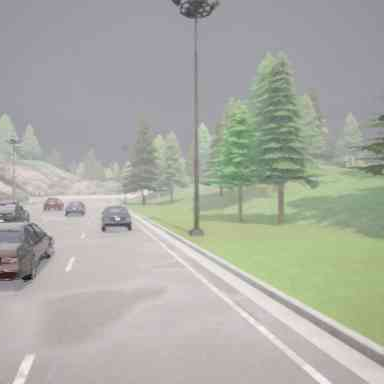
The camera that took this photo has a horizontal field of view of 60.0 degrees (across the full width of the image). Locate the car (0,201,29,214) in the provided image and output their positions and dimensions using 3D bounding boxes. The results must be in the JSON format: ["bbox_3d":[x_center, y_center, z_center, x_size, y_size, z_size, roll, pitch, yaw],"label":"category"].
[{"bbox_3d":[-12.585,1.633,23.114,1.812,1.442,4.674,0,0,-15],"label":"car"}]

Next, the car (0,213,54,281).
[{"bbox_3d":[-5.333,1.593,9.735,2.033,1.411,5.357,0,0,-15],"label":"car"}]

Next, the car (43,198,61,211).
[{"bbox_3d":[-18.305,1.539,44.224,2.097,1.767,4.553,0,0,-15],"label":"car"}]

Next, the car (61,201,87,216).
[{"bbox_3d":[-12.188,1.689,35.034,2.033,1.411,5.357,0,0,-15],"label":"car"}]

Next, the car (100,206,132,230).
[{"bbox_3d":[-4.969,1.628,21.763,2.033,1.411,5.357,0,0,-15],"label":"car"}]

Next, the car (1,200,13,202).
[{"bbox_3d":[-19.716,1.673,36.052,1.837,1.490,4.892,0,0,-15],"label":"car"}]
